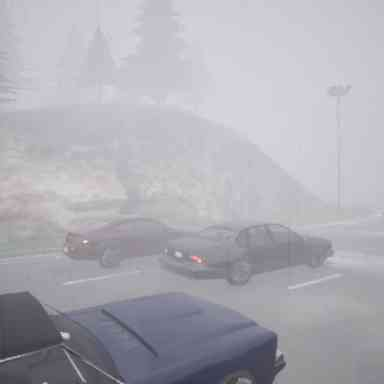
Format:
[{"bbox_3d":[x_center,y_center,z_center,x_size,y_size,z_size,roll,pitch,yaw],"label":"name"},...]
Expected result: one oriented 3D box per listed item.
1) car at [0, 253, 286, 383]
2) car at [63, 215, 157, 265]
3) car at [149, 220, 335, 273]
[{"bbox_3d":[-1.393,1.599,2.752,4.718,1.301,1.895,0,0,-36],"label":"car"},{"bbox_3d":[-1.803,1.494,11.062,4.674,1.442,1.812,0,0,-36],"label":"car"},{"bbox_3d":[1.730,1.503,9.283,5.357,1.411,2.033,0,0,-36],"label":"car"}]
